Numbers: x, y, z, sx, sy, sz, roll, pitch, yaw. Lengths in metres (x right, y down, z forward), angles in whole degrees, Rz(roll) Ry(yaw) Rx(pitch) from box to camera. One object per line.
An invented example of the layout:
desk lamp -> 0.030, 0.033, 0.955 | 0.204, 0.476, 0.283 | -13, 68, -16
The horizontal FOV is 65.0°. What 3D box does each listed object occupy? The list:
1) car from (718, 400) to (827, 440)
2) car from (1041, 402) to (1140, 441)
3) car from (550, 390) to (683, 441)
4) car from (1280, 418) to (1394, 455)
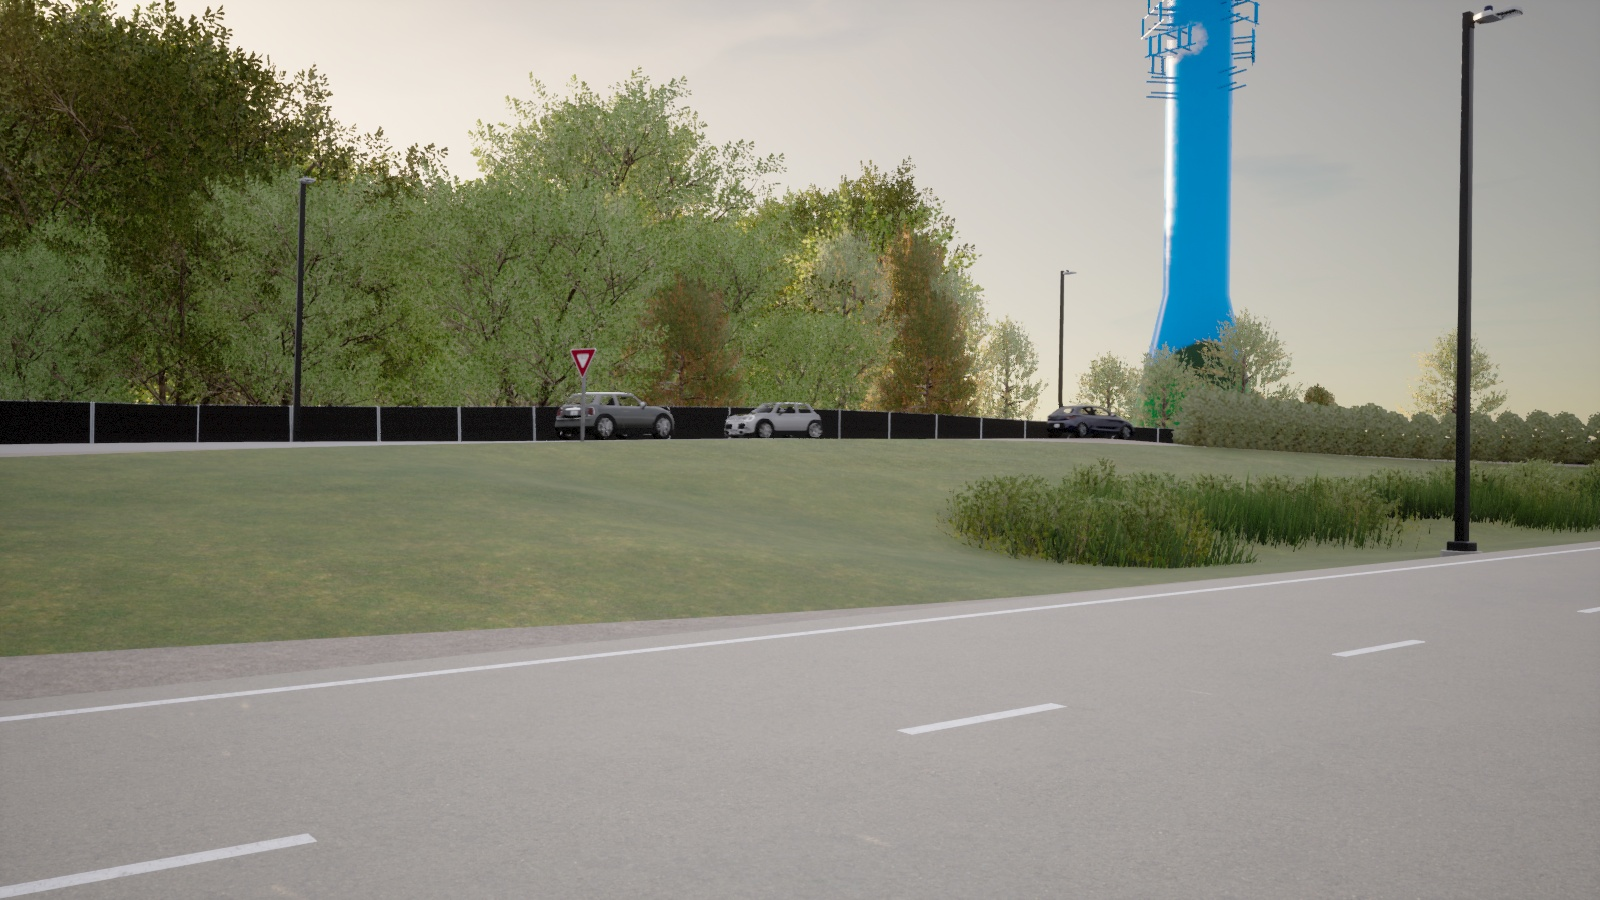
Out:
car -> -1.043, -1.153, 48.912 | 3.806, 1.475, 1.970 | -1, 0, -39
car -> 12.601, -1.221, 54.348 | 4.193, 1.474, 1.816 | 2, -1, -35
car -> -5.690, -1.062, 39.265 | 1.970, 1.475, 3.806 | 0, 1, 37
car -> 26.370, -0.631, 61.711 | 5.008, 1.535, 1.882 | 2, -1, -15
